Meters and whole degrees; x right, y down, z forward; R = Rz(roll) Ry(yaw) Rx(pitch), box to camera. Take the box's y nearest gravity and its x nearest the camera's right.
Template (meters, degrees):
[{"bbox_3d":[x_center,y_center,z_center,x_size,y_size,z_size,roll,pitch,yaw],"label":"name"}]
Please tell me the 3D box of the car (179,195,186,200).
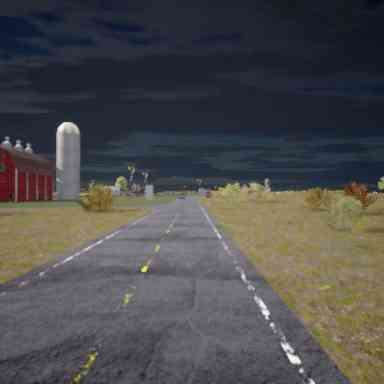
[{"bbox_3d":[-2.749,1.553,95.305,1.994,1.385,4.181,0,0,0],"label":"car"}]
